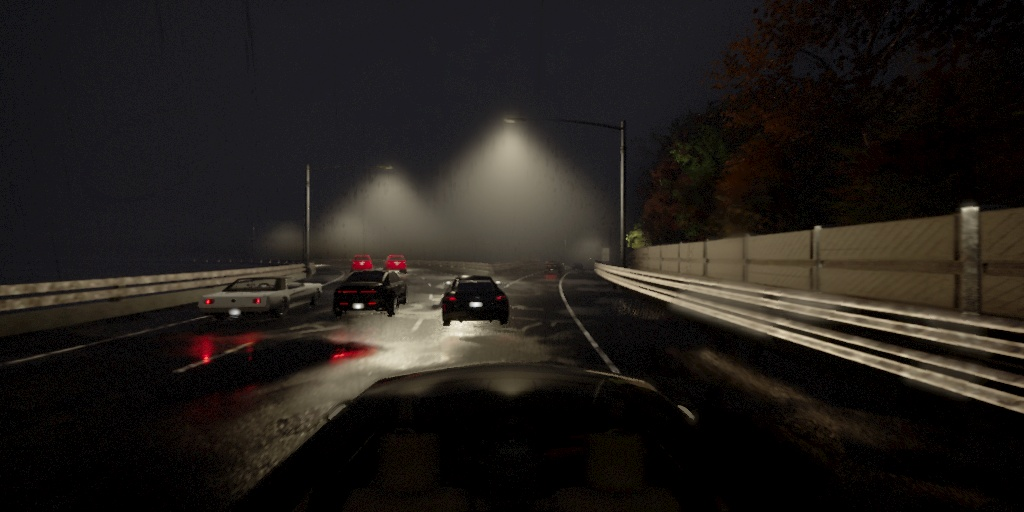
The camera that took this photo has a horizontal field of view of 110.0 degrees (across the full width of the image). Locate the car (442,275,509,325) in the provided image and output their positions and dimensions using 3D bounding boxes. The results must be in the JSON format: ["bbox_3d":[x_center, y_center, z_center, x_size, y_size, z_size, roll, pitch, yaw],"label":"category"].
[{"bbox_3d":[-1.260,1.314,11.900,1.994,1.385,4.181,0,0,-8],"label":"car"}]

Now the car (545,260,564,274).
[{"bbox_3d":[4.974,1.262,42.004,1.837,1.490,4.892,0,0,13],"label":"car"}]

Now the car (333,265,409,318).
[{"bbox_3d":[-4.984,1.251,13.120,1.837,1.490,4.892,0,0,-9],"label":"car"}]

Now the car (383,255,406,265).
[{"bbox_3d":[-13.459,0.963,41.139,2.150,2.045,5.566,0,0,-24],"label":"car"}]

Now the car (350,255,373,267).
[{"bbox_3d":[-16.981,0.960,40.407,2.150,2.045,5.566,0,0,-24],"label":"car"}]

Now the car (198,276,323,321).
[{"bbox_3d":[-8.398,1.344,12.603,1.895,1.301,4.718,0,0,-9],"label":"car"}]
